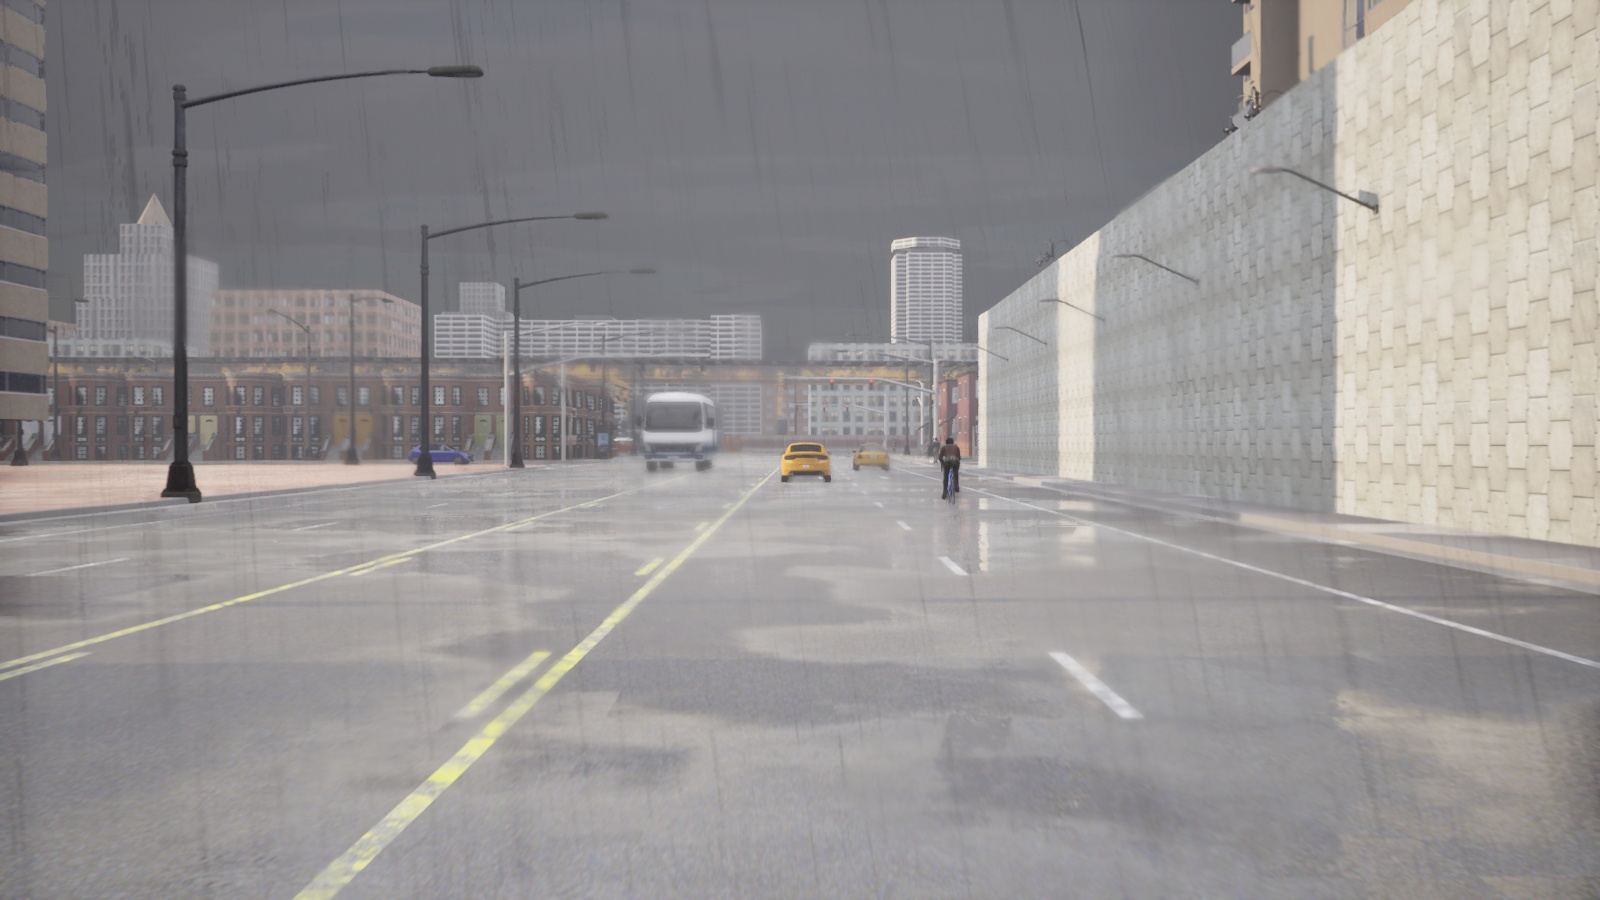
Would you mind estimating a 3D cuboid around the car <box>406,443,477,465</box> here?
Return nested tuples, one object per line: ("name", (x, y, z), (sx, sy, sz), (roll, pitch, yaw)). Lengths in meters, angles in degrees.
("car", (-23.930, 0.269, 83.875), (4.193, 1.474, 1.816), (0, 0, 0))

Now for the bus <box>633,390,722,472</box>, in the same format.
("bus", (-6.660, -1.032, 70.365), (3.944, 4.253, 10.273), (0, 0, 0))

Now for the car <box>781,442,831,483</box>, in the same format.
("car", (0.244, 0.445, 49.651), (1.882, 1.535, 5.008), (0, 0, 0))

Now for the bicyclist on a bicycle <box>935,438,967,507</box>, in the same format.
("bicyclist on a bicycle", (3.655, 0.530, 30.495), (0.582, 1.620, 1.656), (0, 0, 0))

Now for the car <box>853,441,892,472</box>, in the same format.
("car", (3.824, 0.310, 67.160), (1.801, 1.575, 5.366), (0, 0, 0))
